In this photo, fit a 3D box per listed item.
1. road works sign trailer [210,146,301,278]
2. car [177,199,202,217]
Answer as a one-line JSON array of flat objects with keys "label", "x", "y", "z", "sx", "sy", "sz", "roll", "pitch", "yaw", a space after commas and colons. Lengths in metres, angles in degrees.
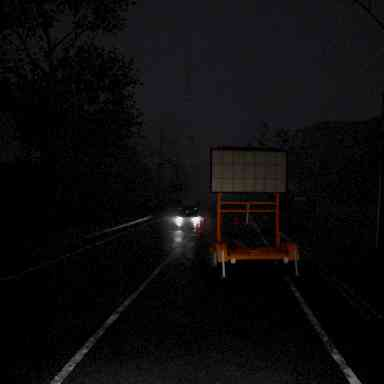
[{"label": "road works sign trailer", "x": 1.674, "y": 0.441, "z": 10.163, "sx": 2.380, "sy": 3.560, "sz": 2.880, "roll": 1, "pitch": 0, "yaw": -7}, {"label": "car", "x": -0.130, "y": 1.369, "z": 30.081, "sx": 1.812, "sy": 1.442, "sz": 4.674, "roll": 1, "pitch": 0, "yaw": 7}]
